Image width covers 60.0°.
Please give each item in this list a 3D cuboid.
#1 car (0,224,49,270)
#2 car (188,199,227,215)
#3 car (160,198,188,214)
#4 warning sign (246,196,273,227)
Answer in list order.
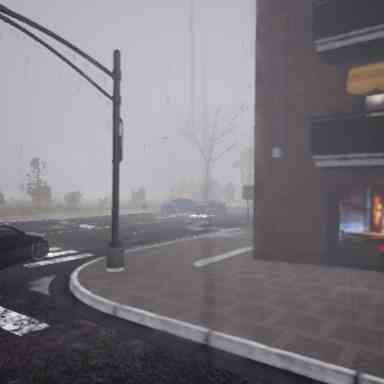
[{"bbox_3d":[-6.155,1.637,9.991,1.994,1.385,4.181,0,0,7],"label":"car"},{"bbox_3d":[1.868,1.501,33.869,1.994,1.385,4.181,1,1,36],"label":"car"},{"bbox_3d":[-1.242,1.372,35.126,1.882,1.535,5.008,1,1,36],"label":"car"},{"bbox_3d":[4.319,1.194,21.252,1.300,1.860,1.060,1,0,36],"label":"warning sign"}]
